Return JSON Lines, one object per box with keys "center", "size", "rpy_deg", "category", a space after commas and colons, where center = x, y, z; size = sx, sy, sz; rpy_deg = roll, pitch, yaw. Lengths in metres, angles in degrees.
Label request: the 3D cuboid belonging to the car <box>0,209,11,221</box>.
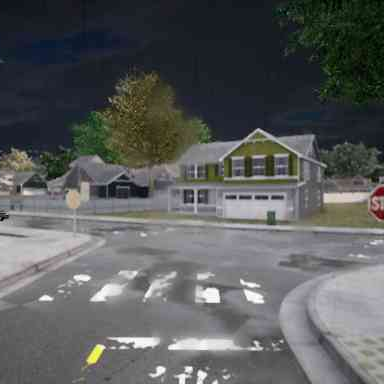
{"center": [-16.455, 1.561, 25.879], "size": [5.357, 1.411, 2.033], "rpy_deg": [1, 0, 31], "category": "car"}
